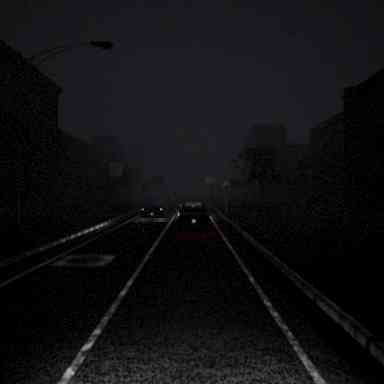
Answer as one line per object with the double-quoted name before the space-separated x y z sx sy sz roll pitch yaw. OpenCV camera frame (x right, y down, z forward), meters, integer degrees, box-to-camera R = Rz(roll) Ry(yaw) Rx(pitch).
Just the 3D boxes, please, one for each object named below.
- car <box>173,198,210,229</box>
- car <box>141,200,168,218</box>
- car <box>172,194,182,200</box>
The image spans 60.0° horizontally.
"car" 0.099 1.345 20.524 2.128 1.511 4.902 0 1 0
"car" -3.096 1.388 28.001 1.895 1.301 4.718 0 1 0
"car" -3.004 1.184 68.961 2.033 1.411 5.357 0 0 0
